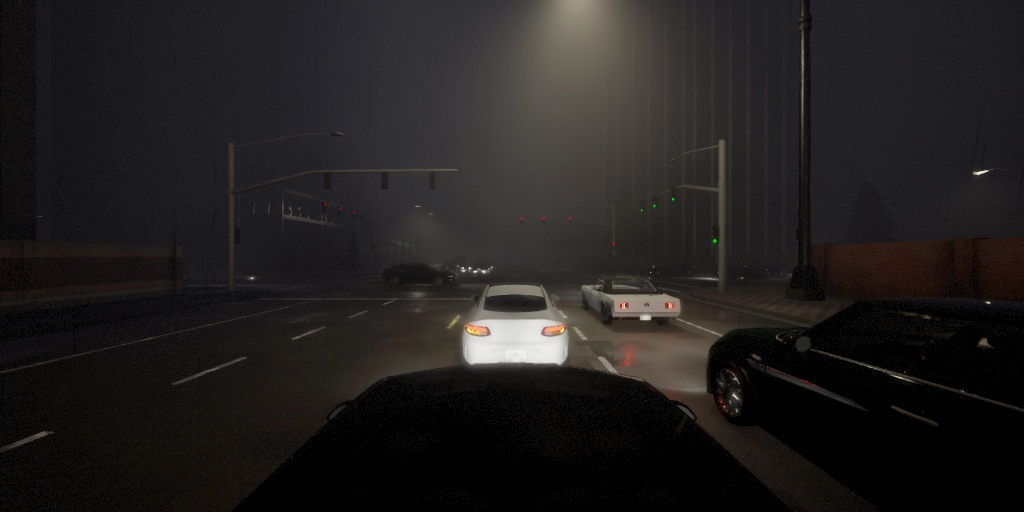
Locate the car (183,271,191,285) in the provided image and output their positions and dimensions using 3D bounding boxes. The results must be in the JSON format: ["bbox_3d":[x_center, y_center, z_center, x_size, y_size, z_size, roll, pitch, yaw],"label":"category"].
[{"bbox_3d":[-24.431,1.240,24.043,4.902,1.511,2.128,0,0,-1],"label":"car"}]

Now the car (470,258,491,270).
[{"bbox_3d":[-4.427,1.314,50.793,1.994,1.385,4.181,0,0,-1],"label":"car"}]

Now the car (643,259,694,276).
[{"bbox_3d":[15.336,1.102,35.125,4.553,1.767,2.097,0,0,0],"label":"car"}]

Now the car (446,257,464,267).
[{"bbox_3d":[-7.895,1.241,46.226,2.128,1.511,4.902,0,0,1],"label":"car"}]

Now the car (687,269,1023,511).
[{"bbox_3d":[3.599,1.102,2.870,2.097,1.767,4.553,0,0,0],"label":"car"}]

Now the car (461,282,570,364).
[{"bbox_3d":[0.058,1.276,7.554,1.812,1.442,4.674,0,0,0],"label":"car"}]

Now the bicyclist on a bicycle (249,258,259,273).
[{"bbox_3d":[-28.411,1.051,39.488,0.582,1.620,1.656,0,0,-1],"label":"bicyclist on a bicycle"}]

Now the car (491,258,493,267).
[{"bbox_3d":[-4.551,1.276,59.408,1.812,1.442,4.674,0,0,-1],"label":"car"}]

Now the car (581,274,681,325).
[{"bbox_3d":[3.562,1.351,11.772,1.895,1.301,4.718,0,0,0],"label":"car"}]

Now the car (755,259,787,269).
[{"bbox_3d":[24.228,1.102,35.207,4.553,1.767,2.097,0,0,-1],"label":"car"}]

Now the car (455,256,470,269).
[{"bbox_3d":[-8.003,0.971,56.073,2.150,2.045,5.566,0,0,-1],"label":"car"}]

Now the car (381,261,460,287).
[{"bbox_3d":[-6.234,1.255,24.218,4.892,1.490,1.837,0,0,-1],"label":"car"}]

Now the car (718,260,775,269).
[{"bbox_3d":[20.187,1.314,31.671,4.181,1.385,1.994,0,0,-1],"label":"car"}]
